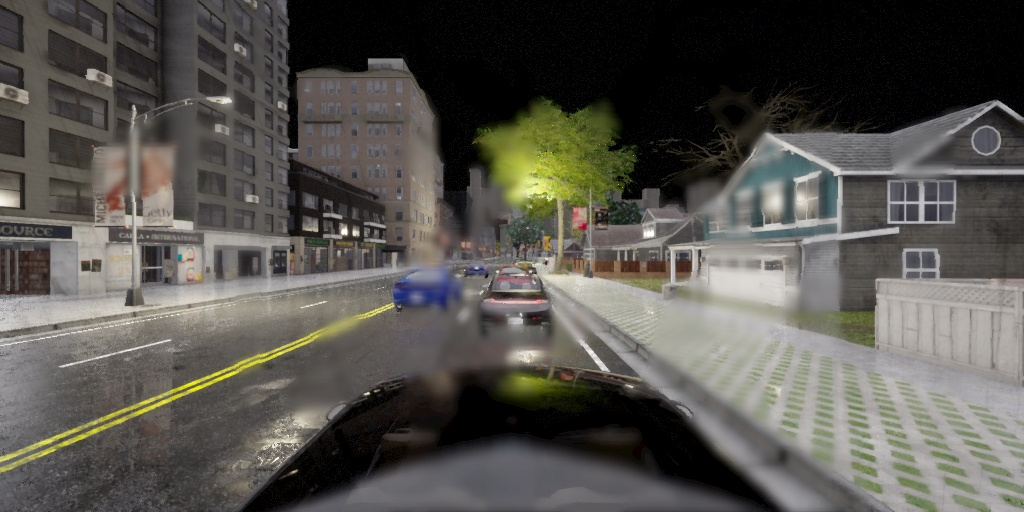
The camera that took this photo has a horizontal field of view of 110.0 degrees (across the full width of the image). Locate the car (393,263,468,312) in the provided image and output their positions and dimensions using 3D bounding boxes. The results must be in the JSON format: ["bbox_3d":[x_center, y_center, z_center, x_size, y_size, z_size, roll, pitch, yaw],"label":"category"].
[{"bbox_3d":[-3.134,1.223,14.273,1.882,1.535,5.008,0,0,0],"label":"car"}]

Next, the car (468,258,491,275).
[{"bbox_3d":[-3.111,1.077,33.727,2.097,1.767,4.553,0,0,0],"label":"car"}]

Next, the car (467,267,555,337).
[{"bbox_3d":[0.113,1.239,10.346,2.128,1.511,4.902,0,0,0],"label":"car"}]

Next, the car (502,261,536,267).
[{"bbox_3d":[0.122,1.219,19.849,1.882,1.535,5.008,0,0,0],"label":"car"}]

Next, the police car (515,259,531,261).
[{"bbox_3d":[1.008,1.156,29.578,1.930,1.638,5.238,0,0,0],"label":"police car"}]

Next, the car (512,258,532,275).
[{"bbox_3d":[1.019,1.069,39.439,2.097,1.767,4.553,0,0,0],"label":"car"}]

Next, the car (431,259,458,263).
[{"bbox_3d":[-6.559,1.212,37.386,2.128,1.511,4.902,0,0,0],"label":"car"}]
